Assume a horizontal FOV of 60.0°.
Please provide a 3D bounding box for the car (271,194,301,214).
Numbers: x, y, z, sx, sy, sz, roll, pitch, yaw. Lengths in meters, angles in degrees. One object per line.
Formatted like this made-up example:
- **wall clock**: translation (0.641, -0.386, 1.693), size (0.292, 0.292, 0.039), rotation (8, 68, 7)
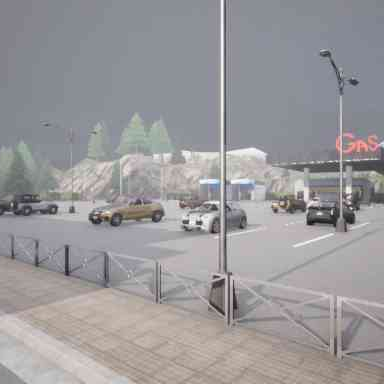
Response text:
- **car**: translation (9.510, 1.113, 32.441), size (1.932, 1.855, 4.605), rotation (0, 0, 39)

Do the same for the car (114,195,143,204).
- **car**: translation (-11.587, 1.346, 60.762), size (2.152, 1.636, 5.027), rotation (0, 0, 39)

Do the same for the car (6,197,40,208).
- **car**: translation (-23.576, 1.399, 46.455), size (1.970, 1.475, 3.806), rotation (0, 0, 39)

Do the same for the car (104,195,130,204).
- **car**: translation (-14.040, 1.355, 62.717), size (2.007, 1.523, 4.514), rotation (0, 0, 39)

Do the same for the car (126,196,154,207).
- **car**: translation (-7.330, 1.335, 47.305), size (1.845, 1.501, 3.633), rotation (0, 0, 39)

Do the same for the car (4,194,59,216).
- **car**: translation (-13.842, 1.092, 29.166), size (1.905, 1.878, 3.866), rotation (0, 0, 39)

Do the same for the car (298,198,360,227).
- **car**: translation (8.496, 1.313, 20.301), size (2.007, 1.523, 4.514), rotation (0, 0, 39)

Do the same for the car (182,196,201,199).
- **car**: translation (0.353, 1.313, 40.915), size (2.007, 1.523, 4.514), rotation (0, 0, 39)

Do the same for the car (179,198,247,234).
- **car**: translation (1.186, 1.248, 17.193), size (1.970, 1.475, 3.806), rotation (0, 0, 39)

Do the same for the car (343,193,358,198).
- **car**: translation (17.052, 1.092, 36.420), size (1.905, 1.878, 3.866), rotation (0, 0, 39)

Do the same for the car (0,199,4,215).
- **car**: translation (-16.346, 1.113, 30.697), size (1.932, 1.855, 4.605), rotation (0, 0, 39)

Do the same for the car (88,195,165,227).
- **car**: translation (-3.971, 1.169, 21.026), size (2.152, 1.636, 5.027), rotation (0, 0, 39)
